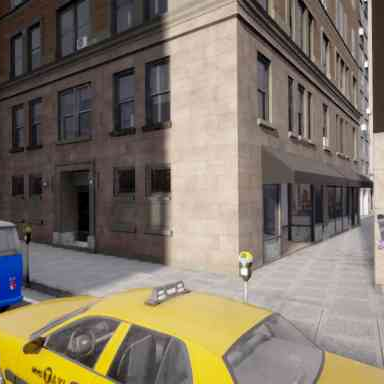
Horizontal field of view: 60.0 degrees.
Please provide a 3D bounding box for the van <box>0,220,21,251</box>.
[{"bbox_3d":[-4.908,1.342,6.371,3.998,1.788,1.690,0,-1,36],"label":"van"}]

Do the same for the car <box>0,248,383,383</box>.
[{"bbox_3d":[-0.432,1.526,3.168,4.829,1.417,1.752,0,-1,36],"label":"car"}]
